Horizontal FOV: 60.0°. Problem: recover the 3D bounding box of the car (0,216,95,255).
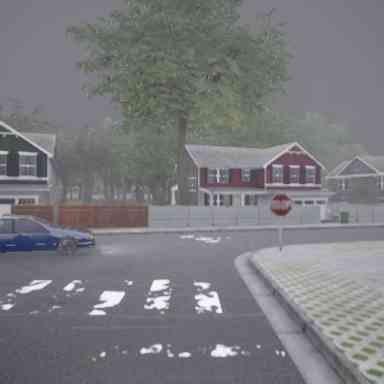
[{"bbox_3d":[-6.464,1.609,12.550,5.357,1.411,2.033,1,0,-20],"label":"car"}]
